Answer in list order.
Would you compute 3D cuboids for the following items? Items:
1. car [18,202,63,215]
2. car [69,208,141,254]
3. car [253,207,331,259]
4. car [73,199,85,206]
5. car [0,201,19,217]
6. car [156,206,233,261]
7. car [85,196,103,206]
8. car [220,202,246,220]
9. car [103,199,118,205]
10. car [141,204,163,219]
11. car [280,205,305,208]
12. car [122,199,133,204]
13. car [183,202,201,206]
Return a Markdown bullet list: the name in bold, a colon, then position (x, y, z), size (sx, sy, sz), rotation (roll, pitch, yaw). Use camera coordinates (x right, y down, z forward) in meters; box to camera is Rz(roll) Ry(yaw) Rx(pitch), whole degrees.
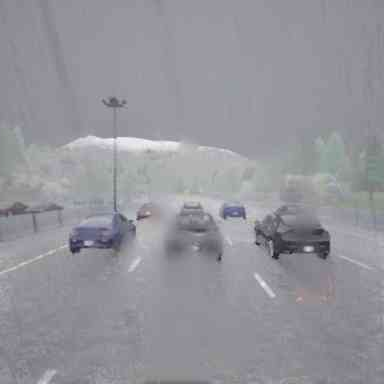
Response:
- **car**: position (-14.182, 1.699, 32.156), size (2.033, 1.411, 5.357), rotation (0, -1, 0)
- **car**: position (-3.438, 1.536, 13.381), size (1.812, 1.442, 4.674), rotation (0, 0, 0)
- **car**: position (3.563, 1.503, 12.588), size (1.837, 1.490, 4.892), rotation (0, 0, 0)
- **car**: position (-24.697, 2.269, 73.593), size (1.882, 1.535, 5.008), rotation (0, -1, 0)
- **car**: position (-17.679, 1.634, 32.265), size (1.882, 1.535, 5.008), rotation (0, -1, 0)
- **car**: position (0.064, 1.494, 12.254), size (2.128, 1.511, 4.902), rotation (0, 0, 0)
- **car**: position (-21.198, 1.988, 73.994), size (2.150, 2.045, 5.566), rotation (0, -1, 0)
- **car**: position (3.519, 1.579, 29.350), size (1.882, 1.535, 5.008), rotation (0, -1, 0)
- **car**: position (-17.697, 2.283, 73.611), size (1.837, 1.490, 4.892), rotation (0, -1, 0)
- **car**: position (-3.480, 1.666, 28.414), size (1.994, 1.385, 4.181), rotation (0, -1, 0)
- **car**: position (7.027, 1.597, 23.532), size (2.033, 1.411, 5.357), rotation (0, 0, 0)
- **car**: position (-14.197, 2.331, 73.620), size (1.994, 1.385, 4.181), rotation (0, -1, 0)
- **car**: position (0.021, 1.583, 27.841), size (2.128, 1.511, 4.902), rotation (0, -1, 0)
